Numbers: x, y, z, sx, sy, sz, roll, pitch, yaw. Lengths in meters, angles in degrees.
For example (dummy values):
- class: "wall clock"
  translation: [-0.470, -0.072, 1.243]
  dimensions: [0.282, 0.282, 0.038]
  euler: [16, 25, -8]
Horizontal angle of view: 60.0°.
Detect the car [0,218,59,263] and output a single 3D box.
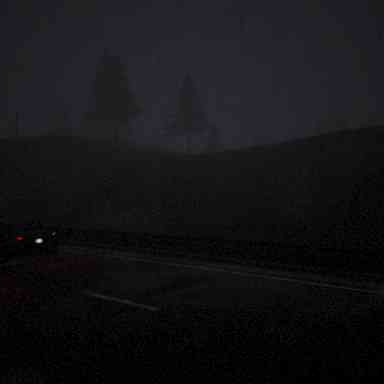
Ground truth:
- class: "car"
  translation: [-7.015, 1.686, 12.526]
  dimensions: [4.181, 1.385, 1.994]
  euler: [-1, 0, 30]
